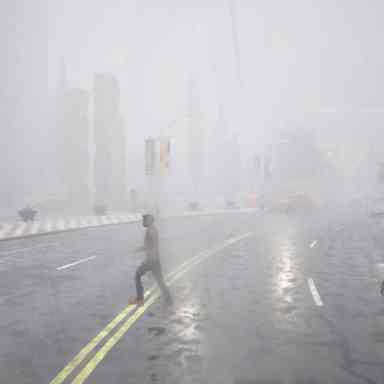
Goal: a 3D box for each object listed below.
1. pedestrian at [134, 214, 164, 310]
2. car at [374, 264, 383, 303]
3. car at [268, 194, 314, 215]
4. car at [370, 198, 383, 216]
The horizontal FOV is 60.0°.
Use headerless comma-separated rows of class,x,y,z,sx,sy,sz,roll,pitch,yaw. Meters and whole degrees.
pedestrian,-0.819,1.294,6.353,0.375,1.860,0.375,0,0,11
car,4.185,1.601,4.295,1.895,1.301,4.718,0,0,8
car,10.147,1.221,33.842,5.566,2.045,2.150,0,0,-37
car,18.276,1.526,30.658,4.674,1.442,1.812,0,0,-32
